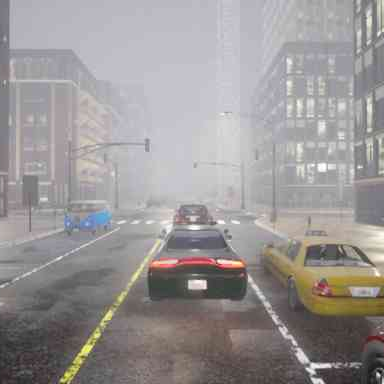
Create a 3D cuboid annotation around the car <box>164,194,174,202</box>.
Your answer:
[{"bbox_3d":[-5.770,1.532,84.774,2.192,1.841,5.009,0,0,0],"label":"car"}]

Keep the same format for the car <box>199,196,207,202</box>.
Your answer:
[{"bbox_3d":[2.614,1.716,79.288,1.752,1.417,4.829,0,0,0],"label":"car"}]

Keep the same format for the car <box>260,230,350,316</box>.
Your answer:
[{"bbox_3d":[2.699,1.527,7.523,1.752,1.417,4.829,1,0,0],"label":"car"}]

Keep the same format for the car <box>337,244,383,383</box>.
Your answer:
[{"bbox_3d":[2.704,1.440,1.829,1.967,1.590,4.097,1,0,0],"label":"car"}]

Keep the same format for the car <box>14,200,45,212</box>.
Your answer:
[{"bbox_3d":[-19.093,1.530,37.785,4.507,1.381,1.887,0,-1,0],"label":"car"}]

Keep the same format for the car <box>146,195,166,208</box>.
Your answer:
[{"bbox_3d":[-5.734,1.397,50.797,2.192,1.841,5.009,0,0,0],"label":"car"}]

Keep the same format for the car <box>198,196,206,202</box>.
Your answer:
[{"bbox_3d":[2.608,1.783,84.781,1.947,1.339,4.313,0,0,0],"label":"car"}]

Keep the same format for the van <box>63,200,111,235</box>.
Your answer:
[{"bbox_3d":[-5.678,1.354,18.391,1.690,1.788,3.998,1,0,0],"label":"van"}]

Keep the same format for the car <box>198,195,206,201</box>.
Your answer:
[{"bbox_3d":[2.603,1.685,90.445,1.967,1.590,4.097,0,0,0],"label":"car"}]

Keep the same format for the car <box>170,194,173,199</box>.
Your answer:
[{"bbox_3d":[-5.760,1.745,73.446,1.802,1.307,4.206,0,0,0],"label":"car"}]

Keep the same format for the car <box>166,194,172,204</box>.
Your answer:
[{"bbox_3d":[-5.754,1.705,67.783,1.947,1.339,4.313,0,0,0],"label":"car"}]

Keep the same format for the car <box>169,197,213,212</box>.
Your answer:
[{"bbox_3d":[0.066,1.365,18.559,2.097,1.767,4.553,0,0,0],"label":"car"}]

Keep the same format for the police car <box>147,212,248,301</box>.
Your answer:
[{"bbox_3d":[0.093,1.507,8.449,2.038,1.542,4.974,0,0,0],"label":"police car"}]

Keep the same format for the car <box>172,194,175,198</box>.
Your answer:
[{"bbox_3d":[-5.766,1.629,79.109,1.967,1.590,4.097,0,0,0],"label":"car"}]

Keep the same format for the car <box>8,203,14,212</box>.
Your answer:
[{"bbox_3d":[-19.054,1.208,29.409,5.009,1.841,2.192,0,-1,0],"label":"car"}]
